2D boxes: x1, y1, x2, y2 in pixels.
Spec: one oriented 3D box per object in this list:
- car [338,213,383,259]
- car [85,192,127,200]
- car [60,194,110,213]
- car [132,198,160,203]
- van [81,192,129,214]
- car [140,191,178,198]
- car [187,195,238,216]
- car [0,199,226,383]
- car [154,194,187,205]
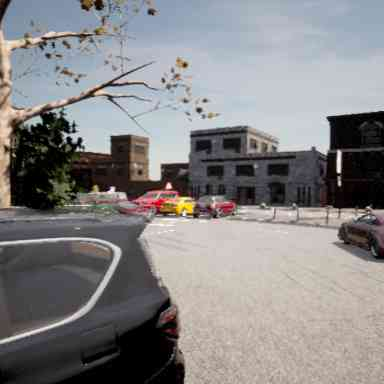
[{"bbox_3d":[6.919,1.441,12.009,1.994,1.385,4.181,1,1,4],"label":"car"},{"bbox_3d":[-6.315,1.031,17.113,2.435,2.045,5.566,0,0,32],"label":"car"},{"bbox_3d":[-10.998,1.134,34.357,2.185,1.767,4.553,-1,0,32],"label":"car"},{"bbox_3d":[-4.680,1.292,21.936,4.674,1.442,1.812,0,0,32],"label":"car"},{"bbox_3d":[-8.463,1.007,32.683,1.878,1.987,4.442,-1,0,32],"label":"van"},{"bbox_3d":[-3.151,0.945,29.500,2.435,2.045,5.566,0,0,32],"label":"car"},{"bbox_3d":[1.922,1.069,26.383,2.185,1.767,4.553,0,0,32],"label":"car"},{"bbox_3d":[-2.542,1.168,1.599,5.566,2.045,2.150,0,1,-42],"label":"car"},{"bbox_3d":[-0.651,1.195,27.995,2.097,1.535,5.008,0,0,32],"label":"car"}]
